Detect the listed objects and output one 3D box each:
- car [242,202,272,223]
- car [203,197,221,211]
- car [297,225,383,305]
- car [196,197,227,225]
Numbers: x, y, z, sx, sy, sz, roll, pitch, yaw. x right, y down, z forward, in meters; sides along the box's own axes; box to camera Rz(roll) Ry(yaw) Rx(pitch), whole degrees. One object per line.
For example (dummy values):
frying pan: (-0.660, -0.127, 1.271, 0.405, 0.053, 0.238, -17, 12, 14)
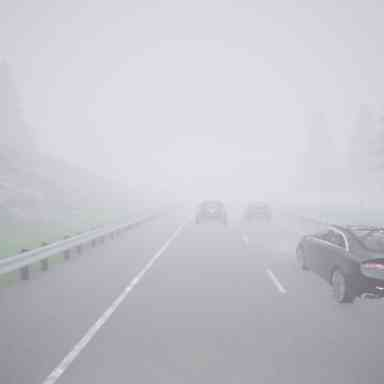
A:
car: (5.054, 1.521, 26.280, 2.128, 1.511, 4.902, 1, 0, 3)
car: (2.476, 1.422, 42.022, 2.128, 1.511, 4.902, 1, 0, 3)
car: (3.986, 1.551, 8.164, 2.128, 1.511, 4.902, 1, 0, 3)
car: (1.406, 1.311, 24.016, 2.097, 1.767, 4.553, 1, 0, 4)
